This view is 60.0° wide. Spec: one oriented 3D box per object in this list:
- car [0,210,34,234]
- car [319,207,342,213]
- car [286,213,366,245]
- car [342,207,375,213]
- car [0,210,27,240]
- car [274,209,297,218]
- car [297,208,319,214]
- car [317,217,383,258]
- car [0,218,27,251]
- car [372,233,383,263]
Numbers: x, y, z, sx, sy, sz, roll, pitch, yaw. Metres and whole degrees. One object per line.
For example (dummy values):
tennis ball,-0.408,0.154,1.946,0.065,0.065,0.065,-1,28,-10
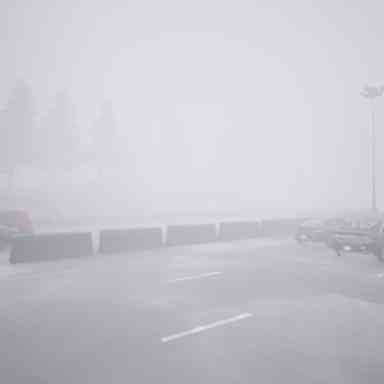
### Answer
car,-12.805,2.179,20.523,5.566,2.045,2.150,1,-3,-36
car,19.526,2.759,44.207,4.892,1.490,1.837,0,-2,-36
car,7.331,2.043,17.682,4.674,1.442,1.812,1,-3,-36
car,21.255,2.609,41.141,4.902,1.511,2.128,1,-3,-36
car,-14.869,2.314,23.347,5.566,2.045,2.150,1,-3,-36
car,14.360,3.115,49.085,4.718,1.301,1.895,1,-3,-36
car,17.437,2.990,47.006,4.718,1.301,1.895,1,-3,-36
car,7.593,1.858,13.538,4.902,1.511,2.128,1,-3,-36
car,-11.426,2.338,17.183,4.674,1.442,1.812,1,-3,-36
car,6.778,1.769,8.600,4.181,1.385,1.994,1,-3,-36
